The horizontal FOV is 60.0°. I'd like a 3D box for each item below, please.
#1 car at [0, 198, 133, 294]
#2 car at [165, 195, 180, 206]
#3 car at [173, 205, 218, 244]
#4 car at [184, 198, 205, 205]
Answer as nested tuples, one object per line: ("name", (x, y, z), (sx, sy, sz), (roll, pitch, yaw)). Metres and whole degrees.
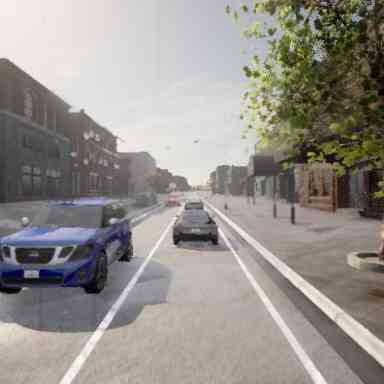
("car", (-3.068, 1.209, 9.146), (2.150, 2.045, 5.566), (0, 0, 0))
("car", (-2.893, 1.209, 49.996), (2.097, 1.767, 4.553), (0, 0, 1))
("car", (0.156, 1.526, 15.599), (1.994, 1.385, 4.181), (0, 0, 0))
("car", (0.221, 1.376, 33.207), (2.128, 1.511, 4.902), (0, 0, 0))
